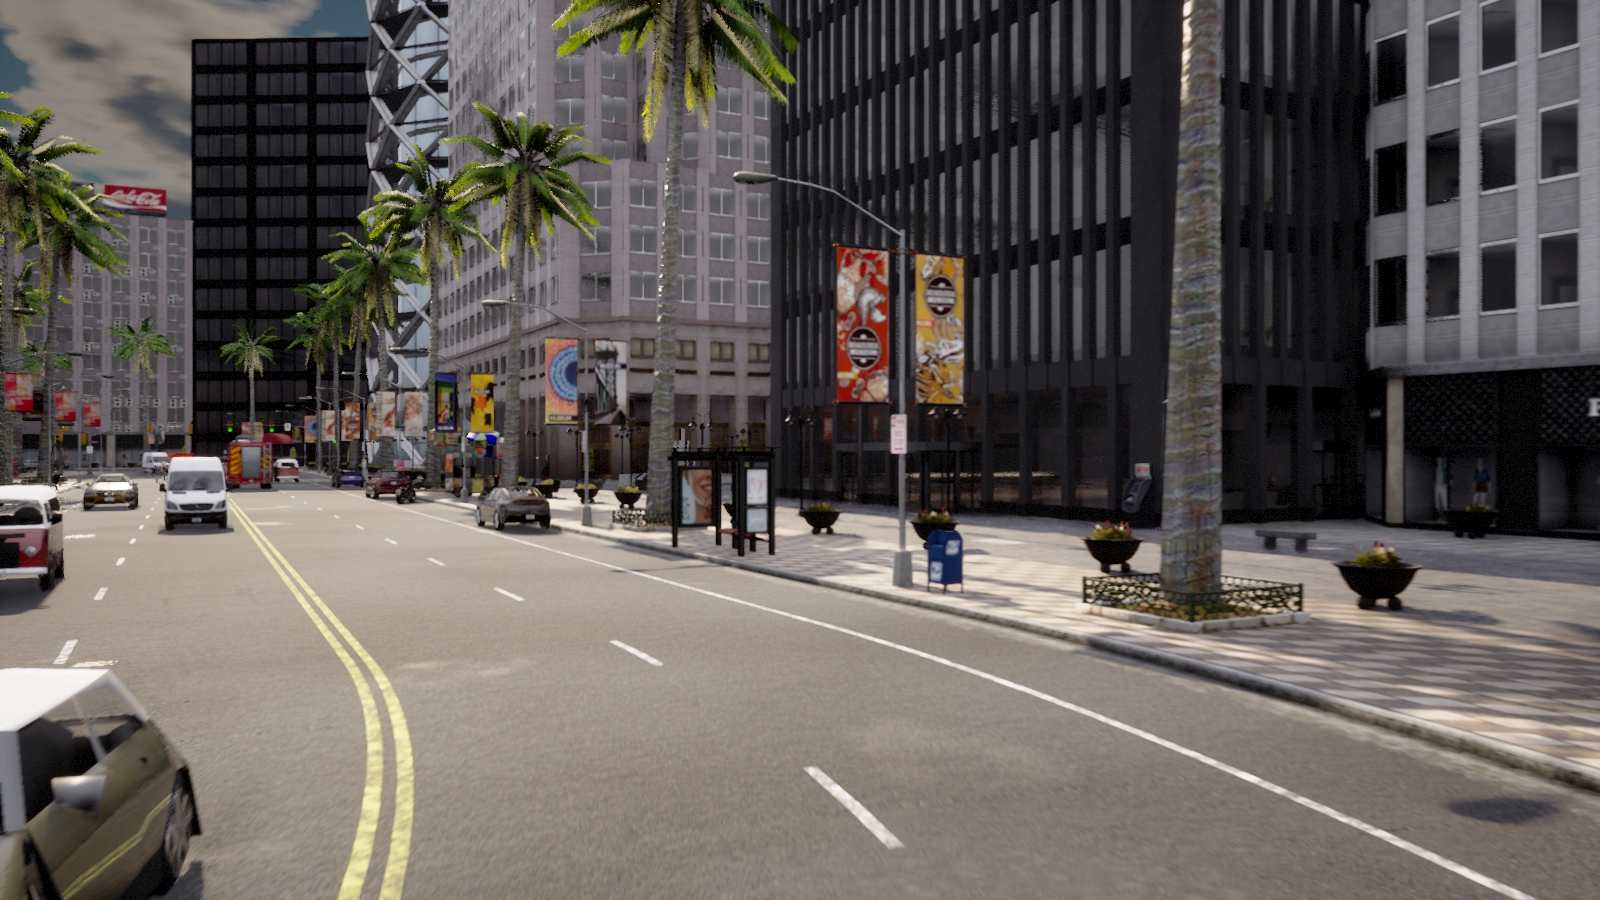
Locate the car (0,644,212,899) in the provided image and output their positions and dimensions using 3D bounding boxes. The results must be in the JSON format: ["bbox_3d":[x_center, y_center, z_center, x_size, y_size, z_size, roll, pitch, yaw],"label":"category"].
[{"bbox_3d":[-4.516,2.066,5.740,1.970,1.475,3.806,0,0,-14],"label":"car"}]

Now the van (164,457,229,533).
[{"bbox_3d":[-22.196,1.541,42.003,1.988,2.561,5.915,0,0,-28],"label":"van"}]

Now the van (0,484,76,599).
[{"bbox_3d":[-16.207,1.787,23.376,2.069,2.038,4.480,0,0,-29],"label":"van"}]

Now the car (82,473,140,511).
[{"bbox_3d":[-33.251,2.002,55.271,2.152,1.651,5.027,0,0,-28],"label":"car"}]
